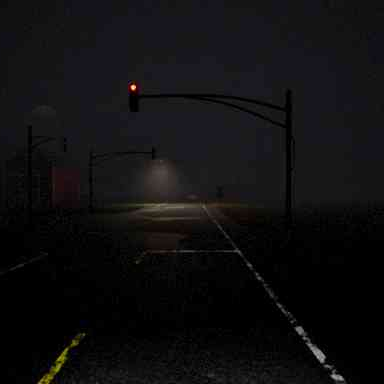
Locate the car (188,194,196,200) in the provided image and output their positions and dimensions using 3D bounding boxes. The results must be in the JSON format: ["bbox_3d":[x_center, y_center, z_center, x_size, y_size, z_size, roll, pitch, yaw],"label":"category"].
[{"bbox_3d":[0.067,1.242,86.583,2.097,1.767,4.553,0,0,0],"label":"car"}]
